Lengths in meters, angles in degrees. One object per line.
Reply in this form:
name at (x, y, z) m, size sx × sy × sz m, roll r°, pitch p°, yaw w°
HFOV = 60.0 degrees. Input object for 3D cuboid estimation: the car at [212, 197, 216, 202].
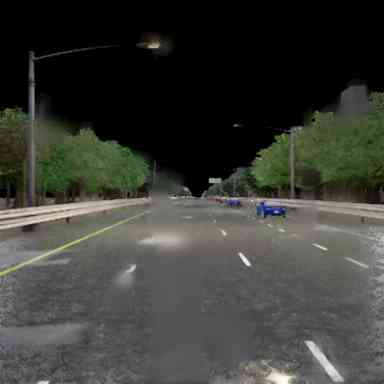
car at (7.421, 2.145, 92.517) m, size 1.882 × 1.535 × 5.008 m, roll 0°, pitch -1°, yaw 1°

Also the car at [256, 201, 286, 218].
car at (7.035, 1.507, 30.101) m, size 1.882 × 1.535 × 5.008 m, roll 0°, pitch 0°, yaw 0°

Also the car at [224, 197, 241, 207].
car at (7.148, 1.689, 56.742) m, size 1.882 × 1.535 × 5.008 m, roll 0°, pitch -1°, yaw 0°

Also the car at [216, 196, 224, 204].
car at (7.281, 1.979, 76.539) m, size 1.812 × 1.442 × 4.674 m, roll 0°, pitch -1°, yaw 0°
